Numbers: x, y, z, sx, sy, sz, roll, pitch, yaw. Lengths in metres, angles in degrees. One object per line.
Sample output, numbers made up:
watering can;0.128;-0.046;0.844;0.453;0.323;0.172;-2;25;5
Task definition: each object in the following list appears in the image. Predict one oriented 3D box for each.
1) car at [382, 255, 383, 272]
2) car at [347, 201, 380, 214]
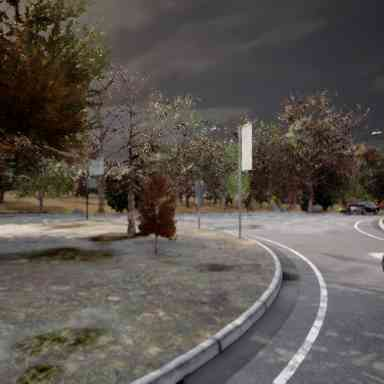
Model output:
car;5.336;1.498;6.851;1.837;1.490;4.892;0;0;21
car;20.029;1.816;38.803;4.902;1.511;2.128;3;-2;-36
